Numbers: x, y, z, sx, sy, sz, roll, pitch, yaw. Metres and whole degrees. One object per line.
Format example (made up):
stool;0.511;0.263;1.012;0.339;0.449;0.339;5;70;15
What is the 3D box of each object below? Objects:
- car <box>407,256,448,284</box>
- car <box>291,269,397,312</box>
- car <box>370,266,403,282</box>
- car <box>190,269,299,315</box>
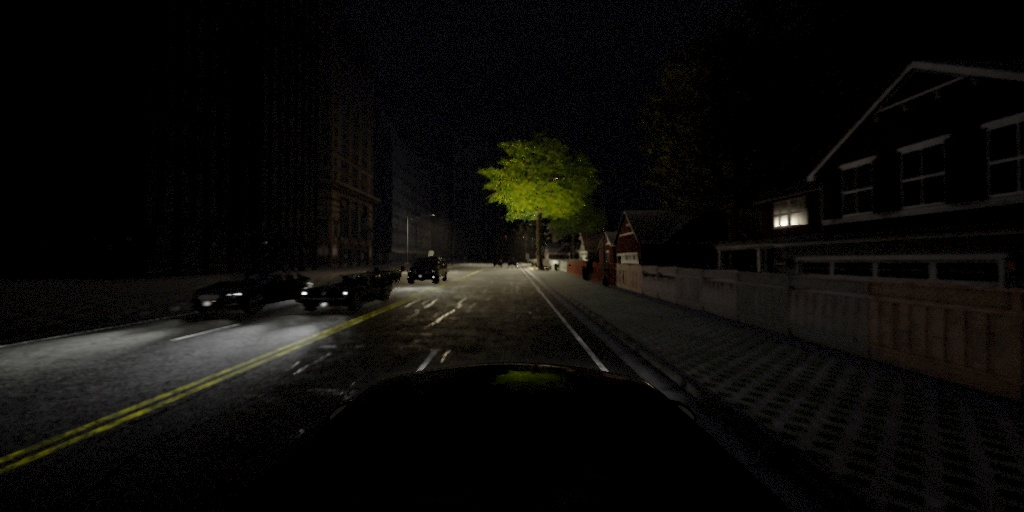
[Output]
car;-6.518;1.060;28.305;2.150;2.045;5.566;0;0;0
car;-6.538;1.391;14.694;1.895;1.301;4.718;0;0;1
car;-9.781;1.436;26.718;1.895;1.301;4.718;0;0;1
car;-9.795;1.281;13.989;2.128;1.511;4.902;0;0;1
